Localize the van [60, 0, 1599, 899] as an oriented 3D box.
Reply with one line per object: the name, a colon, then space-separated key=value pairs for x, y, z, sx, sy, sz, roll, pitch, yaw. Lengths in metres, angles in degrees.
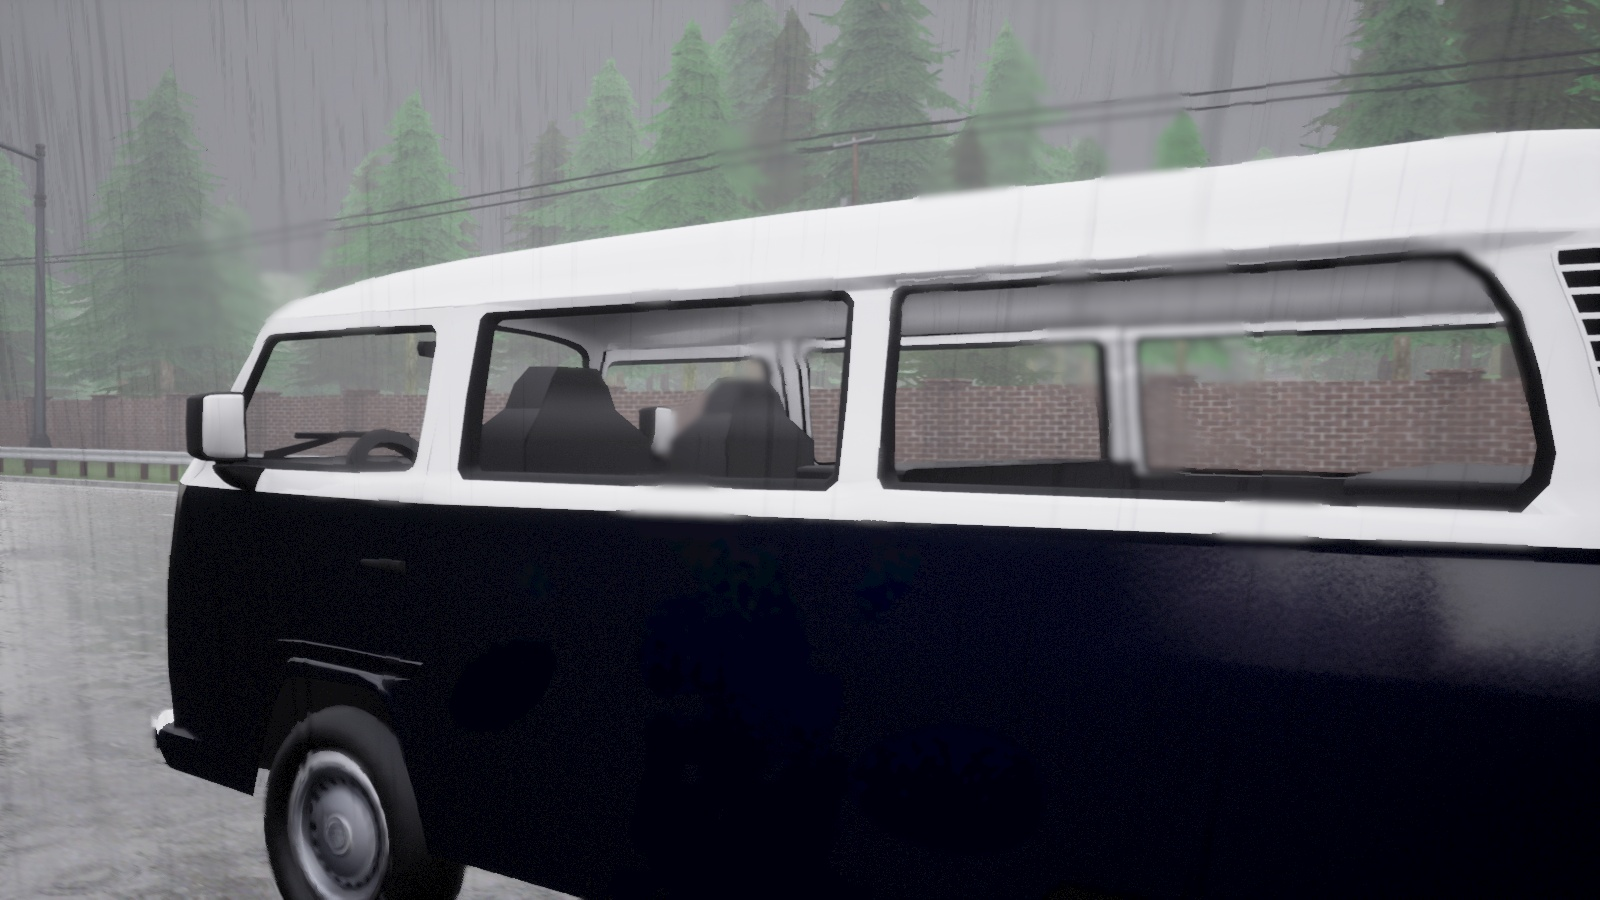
van: x=0.167 y=0.406 z=3.505 sx=4.480 sy=2.038 sz=2.069 roll=0 pitch=1 yaw=34
